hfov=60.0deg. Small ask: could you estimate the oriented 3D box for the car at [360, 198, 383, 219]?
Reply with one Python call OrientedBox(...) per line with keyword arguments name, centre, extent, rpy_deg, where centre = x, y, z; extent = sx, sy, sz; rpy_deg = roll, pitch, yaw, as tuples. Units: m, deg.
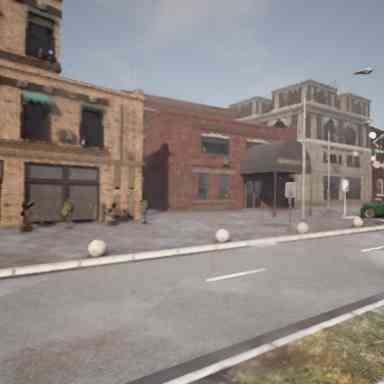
OrientedBox(name="car", centre=(17.083, 1.262, 27.694), extent=(2.435, 2.045, 5.566), rpy_deg=(0, 0, -35))
